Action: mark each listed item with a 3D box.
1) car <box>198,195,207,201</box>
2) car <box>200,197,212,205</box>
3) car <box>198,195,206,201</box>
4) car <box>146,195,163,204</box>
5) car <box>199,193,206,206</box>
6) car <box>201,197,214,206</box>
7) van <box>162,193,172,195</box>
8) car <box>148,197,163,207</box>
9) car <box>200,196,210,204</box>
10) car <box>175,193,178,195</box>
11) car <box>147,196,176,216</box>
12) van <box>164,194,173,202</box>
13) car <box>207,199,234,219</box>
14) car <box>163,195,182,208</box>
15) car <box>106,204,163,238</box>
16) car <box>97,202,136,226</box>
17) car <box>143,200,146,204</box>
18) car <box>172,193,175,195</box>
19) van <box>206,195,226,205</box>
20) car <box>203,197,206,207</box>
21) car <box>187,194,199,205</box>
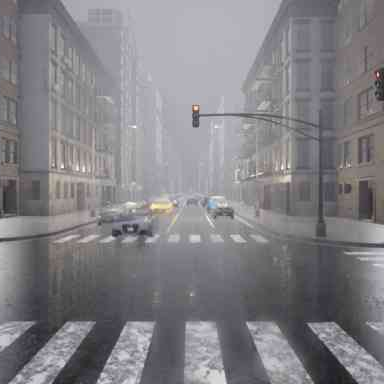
[{"bbox_3d":[2.601,1.539,82.907,1.887,1.381,4.507,0,0,0],"label":"car"},{"bbox_3d":[2.609,1.546,61.282,2.008,1.369,4.403,0,0,0],"label":"car"},{"bbox_3d":[2.599,1.560,88.313,1.947,1.339,4.313,0,0,0],"label":"car"},{"bbox_3d":[-5.439,1.436,45.057,1.967,1.590,4.097,0,0,0],"label":"car"},{"bbox_3d":[2.613,1.311,50.469,2.192,1.841,5.009,0,0,0],"label":"car"},{"bbox_3d":[2.611,1.561,55.876,1.947,1.339,4.313,0,0,0],"label":"car"},{"bbox_3d":[-5.472,1.336,66.681,1.690,1.788,3.998,0,0,0],"label":"van"},{"bbox_3d":[-5.447,1.521,50.293,1.752,1.417,4.829,0,0,0],"label":"car"},{"bbox_3d":[2.607,1.521,66.857,1.752,1.417,4.829,0,0,0],"label":"car"},{"bbox_3d":[-5.506,1.545,88.307,2.008,1.369,4.403,0,0,0],"label":"car"},{"bbox_3d":[-2.869,1.475,32.549,1.882,1.535,5.008,0,0,0],"label":"car"},{"bbox_3d":[-5.489,1.336,77.494,1.690,1.788,3.998,0,0,0],"label":"van"},{"bbox_3d":[2.621,1.548,28.844,2.008,1.369,4.403,0,0,0],"label":"car"},{"bbox_3d":[-2.864,1.543,47.469,2.033,1.411,5.357,0,0,0],"label":"car"},{"bbox_3d":[-2.862,1.563,17.495,1.994,1.385,4.181,0,0,0],"label":"car"},{"bbox_3d":[-5.405,1.549,23.432,2.008,1.369,4.403,0,0,0],"label":"car"},{"bbox_3d":[-5.414,1.523,28.668,1.752,1.417,4.829,0,0,0],"label":"car"},{"bbox_3d":[-5.480,1.310,72.087,2.192,1.841,5.009,0,0,0],"label":"car"},{"bbox_3d":[2.619,1.338,34.251,1.690,1.788,3.998,0,0,0],"label":"van"},{"bbox_3d":[2.617,1.578,39.657,1.802,1.307,4.206,0,0,0],"label":"car"},{"bbox_3d":[0.063,1.500,57.005,1.837,1.490,4.892,0,0,0],"label":"car"}]
